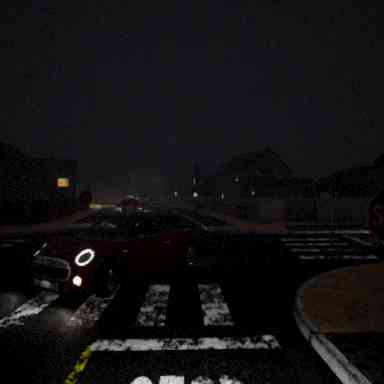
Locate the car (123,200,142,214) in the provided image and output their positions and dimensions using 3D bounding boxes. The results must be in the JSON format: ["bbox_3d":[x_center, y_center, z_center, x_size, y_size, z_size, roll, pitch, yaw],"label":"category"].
[{"bbox_3d":[-6.947,1.629,38.352,2.033,1.411,5.357,0,0,-12],"label":"car"}]

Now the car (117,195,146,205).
[{"bbox_3d":[-5.195,1.388,28.171,2.097,1.767,4.553,0,0,-8],"label":"car"}]

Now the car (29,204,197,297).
[{"bbox_3d":[-1.803,1.360,8.809,2.097,1.767,4.553,0,-1,34],"label":"car"}]

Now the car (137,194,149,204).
[{"bbox_3d":[-8.991,1.399,58.223,2.150,2.045,5.566,0,0,-18],"label":"car"}]

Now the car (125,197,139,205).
[{"bbox_3d":[-12.307,1.814,68.178,1.994,1.385,4.181,0,0,-20],"label":"car"}]

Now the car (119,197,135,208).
[{"bbox_3d":[-10.165,1.649,51.918,2.128,1.511,4.902,0,0,-15],"label":"car"}]
